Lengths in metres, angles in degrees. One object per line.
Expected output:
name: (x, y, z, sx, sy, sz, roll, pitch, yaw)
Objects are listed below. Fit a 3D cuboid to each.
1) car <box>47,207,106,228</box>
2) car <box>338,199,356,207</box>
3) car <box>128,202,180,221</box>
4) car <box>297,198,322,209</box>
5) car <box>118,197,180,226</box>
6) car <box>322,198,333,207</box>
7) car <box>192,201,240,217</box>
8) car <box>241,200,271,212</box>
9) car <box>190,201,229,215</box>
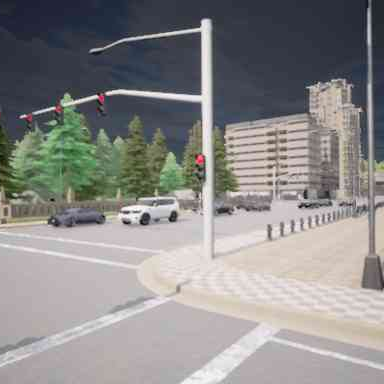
car: (-8.488, 1.831, 24.749, 1.994, 1.385, 4.181, -1, -1, 36)
car: (24.547, 1.735, 52.613, 1.895, 1.301, 4.718, -1, -1, 36)
car: (-3.521, 1.759, 31.706, 2.128, 1.511, 4.902, -1, -1, 36)
car: (16.646, 1.779, 47.571, 1.895, 1.301, 4.718, -1, -1, 35)
car: (-3.197, 1.445, 26.143, 2.150, 2.045, 5.566, -1, -1, 36)
car: (21.696, 1.742, 54.644, 1.994, 1.385, 4.181, -1, -1, 36)
car: (2.574, 1.715, 34.217, 2.128, 1.511, 4.902, -1, -1, 36)
car: (8.405, 1.788, 42.356, 1.994, 1.385, 4.181, -1, -1, 36)
car: (2.161, 1.816, 39.660, 2.033, 1.411, 5.357, -1, -1, 36)
